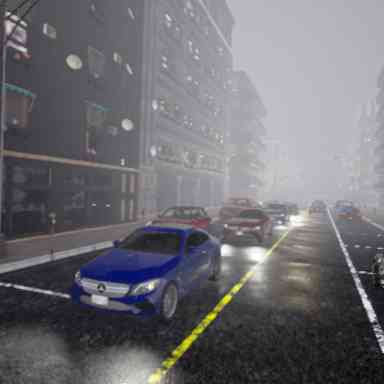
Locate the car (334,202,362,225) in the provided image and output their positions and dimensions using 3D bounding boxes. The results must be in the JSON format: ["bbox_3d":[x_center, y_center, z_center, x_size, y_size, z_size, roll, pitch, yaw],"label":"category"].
[{"bbox_3d":[12.911,1.852,27.451,1.887,1.381,4.507,2,0,21],"label":"car"}]

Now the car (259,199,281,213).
[{"bbox_3d":[9.609,1.676,40.719,1.887,1.381,4.507,2,0,21],"label":"car"}]

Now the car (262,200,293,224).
[{"bbox_3d":[6.530,1.628,25.956,1.812,1.442,4.674,2,0,21],"label":"car"}]

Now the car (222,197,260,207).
[{"bbox_3d":[3.557,1.323,25.089,2.192,1.841,5.009,2,0,21],"label":"car"}]

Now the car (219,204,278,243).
[{"bbox_3d":[2.928,1.553,16.674,1.812,1.442,4.674,2,0,21],"label":"car"}]

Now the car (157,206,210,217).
[{"bbox_3d":[-0.488,1.364,14.670,1.967,1.590,4.097,2,0,21],"label":"car"}]

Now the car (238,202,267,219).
[{"bbox_3d":[5.568,1.631,30.300,1.802,1.307,4.206,2,0,21],"label":"car"}]

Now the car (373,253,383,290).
[{"bbox_3d":[4.830,1.705,6.612,1.947,1.339,4.313,2,0,21],"label":"car"}]

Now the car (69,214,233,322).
[{"bbox_3d":[-0.631,1.479,7.476,1.812,1.442,4.674,2,0,21],"label":"car"}]

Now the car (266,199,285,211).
[{"bbox_3d":[11.629,1.723,45.929,2.008,1.369,4.403,2,0,21],"label":"car"}]

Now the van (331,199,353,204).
[{"bbox_3d":[14.939,1.690,32.659,1.690,1.788,3.998,2,0,21],"label":"van"}]

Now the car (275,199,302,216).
[{"bbox_3d":[10.213,1.742,35.340,1.994,1.385,4.181,2,0,22],"label":"car"}]

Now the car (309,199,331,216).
[{"bbox_3d":[14.171,1.847,37.510,2.033,1.411,5.357,2,0,21],"label":"car"}]
